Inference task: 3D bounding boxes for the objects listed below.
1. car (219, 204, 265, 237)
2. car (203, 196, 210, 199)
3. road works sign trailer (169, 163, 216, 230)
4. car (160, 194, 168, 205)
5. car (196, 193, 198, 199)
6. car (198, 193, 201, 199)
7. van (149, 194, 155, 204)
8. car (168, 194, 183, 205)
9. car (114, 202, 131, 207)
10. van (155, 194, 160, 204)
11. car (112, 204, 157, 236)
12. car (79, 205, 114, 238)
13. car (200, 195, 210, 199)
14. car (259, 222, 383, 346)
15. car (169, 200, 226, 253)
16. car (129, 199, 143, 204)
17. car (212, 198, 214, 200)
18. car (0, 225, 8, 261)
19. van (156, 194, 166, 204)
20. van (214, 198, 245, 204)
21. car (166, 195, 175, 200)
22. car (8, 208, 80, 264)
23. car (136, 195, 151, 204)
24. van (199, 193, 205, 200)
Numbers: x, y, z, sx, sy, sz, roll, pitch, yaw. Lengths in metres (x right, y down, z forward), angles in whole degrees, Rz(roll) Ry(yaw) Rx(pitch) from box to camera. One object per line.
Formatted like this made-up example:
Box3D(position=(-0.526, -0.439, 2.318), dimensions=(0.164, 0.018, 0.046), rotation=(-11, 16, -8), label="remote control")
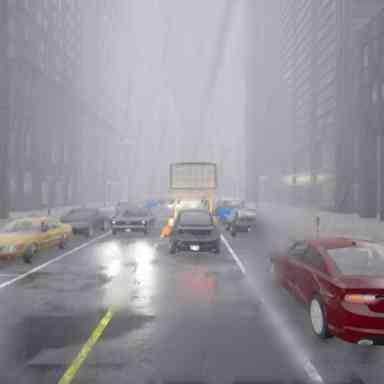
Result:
Box3D(position=(2.745, 1.530, 17.684), dimensions=(2.008, 1.369, 4.403), rotation=(0, 0, 0), label="car")
Box3D(position=(2.725, 1.515, 40.229), dimensions=(2.008, 1.369, 4.403), rotation=(0, 0, 0), label="car")
Box3D(position=(0.093, 0.269, 17.442), dimensions=(2.380, 3.560, 2.880), rotation=(0, -2, 4), label="road works sign trailer")
Box3D(position=(-5.816, 1.276, 57.115), dimensions=(2.192, 1.841, 5.009), rotation=(0, 0, 0), label="car")
Box3D(position=(2.684, 1.492, 85.489), dimensions=(1.752, 1.417, 4.829), rotation=(0, 0, 0), label="car")
Box3D(position=(2.704, 1.275, 62.773), dimensions=(2.192, 1.841, 5.009), rotation=(0, 0, 0), label="car")
Box3D(position=(-5.801, 1.306, 40.206), dimensions=(1.690, 1.788, 3.998), rotation=(0, 0, 0), label="van")
Box3D(position=(-3.121, 1.561, 59.623), dimensions=(1.895, 1.301, 4.718), rotation=(0, 0, 0), label="car")
Box3D(position=(-5.785, 1.556, 23.296), dimensions=(1.802, 1.307, 4.206), rotation=(0, 0, 0), label="car")
Box3D(position=(-5.806, 1.304, 45.842), dimensions=(1.690, 1.788, 3.998), rotation=(0, 0, 0), label="van")
Box3D(position=(-3.118, 1.579, 18.481), dimensions=(1.895, 1.301, 4.718), rotation=(0, 0, 0), label="car")
Box3D(position=(-5.780, 1.545, 17.659), dimensions=(1.947, 1.339, 4.313), rotation=(0, 0, 0), label="car")
Box3D(position=(2.715, 1.506, 51.501), dimensions=(1.887, 1.381, 4.507), rotation=(0, 0, 0), label="car")
Box3D(position=(2.755, 1.536, 6.411), dimensions=(1.887, 1.381, 4.507), rotation=(0, 0, 0), label="car")
Box3D(position=(0.110, 1.428, 13.486), dimensions=(1.837, 1.490, 4.892), rotation=(1, 4, 0), label="car")
Box3D(position=(-5.790, 1.536, 28.933), dimensions=(1.947, 1.339, 4.313), rotation=(0, 0, 0), label="car")
Box3D(position=(2.734, 1.521, 28.956), dimensions=(2.008, 1.369, 4.403), rotation=(0, 0, 0), label="car")
Box3D(position=(-5.770, 1.557, 6.386), dimensions=(1.947, 1.339, 4.313), rotation=(0, 0, 0), label="car")
Box3D(position=(-5.821, 1.302, 62.751), dimensions=(1.690, 1.788, 3.998), rotation=(0, 0, 0), label="van")
Box3D(position=(2.739, 1.315, 23.320), dimensions=(1.690, 1.788, 3.998), rotation=(0, 0, 0), label="van")
Box3D(position=(-5.845, 1.536, 90.935), dimensions=(1.947, 1.339, 4.313), rotation=(0, 0, 0), label="car")
Box3D(position=(-5.775, 1.510, 11.852), dimensions=(1.752, 1.417, 4.829), rotation=(0, 0, 0), label="car")
Box3D(position=(-5.796, 1.407, 34.569), dimensions=(1.967, 1.590, 4.097), rotation=(0, 0, 0), label="car")
Box3D(position=(2.679, 1.311, 90.955), dimensions=(1.690, 1.788, 3.998), rotation=(0, 0, 0), label="van")
